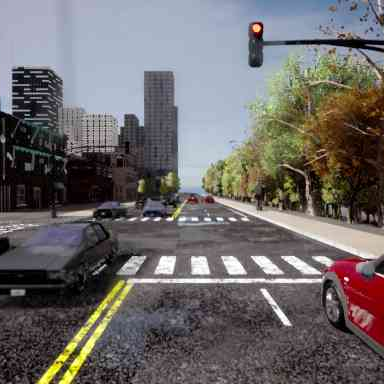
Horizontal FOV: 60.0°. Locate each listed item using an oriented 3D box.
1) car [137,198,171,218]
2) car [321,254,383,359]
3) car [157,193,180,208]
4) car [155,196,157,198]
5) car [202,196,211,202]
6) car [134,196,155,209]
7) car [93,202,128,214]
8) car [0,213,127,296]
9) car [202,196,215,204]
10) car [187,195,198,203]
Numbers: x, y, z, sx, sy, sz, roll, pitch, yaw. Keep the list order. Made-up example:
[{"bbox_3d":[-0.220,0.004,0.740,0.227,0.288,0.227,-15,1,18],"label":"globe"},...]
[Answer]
[{"bbox_3d":[-3.346,1.538,30.547,2.033,1.411,5.357,0,0,0],"label":"car"},{"bbox_3d":[3.349,1.351,4.119,2.097,1.767,4.553,0,0,0],"label":"car"},{"bbox_3d":[-3.339,1.206,48.337,2.150,2.045,5.566,0,0,0],"label":"car"},{"bbox_3d":[-6.550,1.454,61.539,1.882,1.535,5.008,0,0,0],"label":"car"},{"bbox_3d":[3.266,1.522,75.435,1.994,1.385,4.181,0,0,0],"label":"car"},{"bbox_3d":[-6.590,1.491,45.233,1.837,1.490,4.892,0,0,0],"label":"car"},{"bbox_3d":[-6.958,1.556,28.631,1.994,1.385,4.181,0,0,5],"label":"car"},{"bbox_3d":[-3.349,1.545,9.065,2.033,1.411,5.357,0,0,0],"label":"car"},{"bbox_3d":[3.362,1.452,65.291,1.882,1.535,5.008,0,0,0],"label":"car"},{"bbox_3d":[0.111,1.327,65.959,2.097,1.767,4.553,0,0,0],"label":"car"}]
